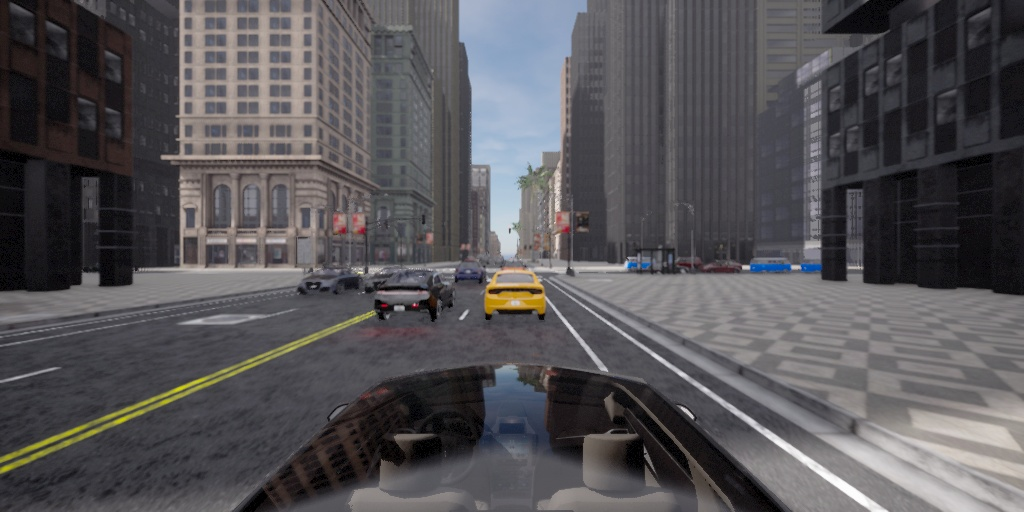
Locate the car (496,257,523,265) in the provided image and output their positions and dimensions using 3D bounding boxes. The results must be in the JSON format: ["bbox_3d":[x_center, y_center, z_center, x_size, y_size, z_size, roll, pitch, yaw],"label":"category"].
[{"bbox_3d":[0.102,1.125,27.927,2.097,1.767,4.553,0,0,0],"label":"car"}]

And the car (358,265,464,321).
[{"bbox_3d":[-3.148,1.250,12.449,2.128,1.511,4.902,0,0,0],"label":"car"}]

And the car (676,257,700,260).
[{"bbox_3d":[22.747,1.073,47.935,5.009,1.841,2.192,0,0,0],"label":"car"}]

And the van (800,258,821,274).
[{"bbox_3d":[34.106,1.111,39.413,3.998,1.789,1.690,0,0,0],"label":"van"}]

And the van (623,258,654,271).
[{"bbox_3d":[17.070,1.103,47.933,3.998,1.789,1.690,0,0,0],"label":"van"}]

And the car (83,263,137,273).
[{"bbox_3d":[-47.306,1.439,42.289,4.718,1.301,1.895,0,0,1],"label":"car"}]

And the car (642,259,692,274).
[{"bbox_3d":[17.074,1.330,39.408,4.403,1.370,2.007,0,0,0],"label":"car"}]

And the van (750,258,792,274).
[{"bbox_3d":[28.429,1.113,39.411,3.998,1.789,1.690,0,0,0],"label":"van"}]

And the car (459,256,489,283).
[{"bbox_3d":[-3.148,1.125,27.891,2.097,1.767,4.553,0,0,0],"label":"car"}]

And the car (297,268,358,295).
[{"bbox_3d":[-9.835,1.329,19.738,1.994,1.385,4.181,0,0,0],"label":"car"}]

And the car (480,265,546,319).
[{"bbox_3d":[0.099,1.237,12.807,1.882,1.535,5.008,0,-1,0],"label":"car"}]

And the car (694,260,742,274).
[{"bbox_3d":[22.751,1.358,39.410,4.207,1.307,1.802,0,0,0],"label":"car"}]
